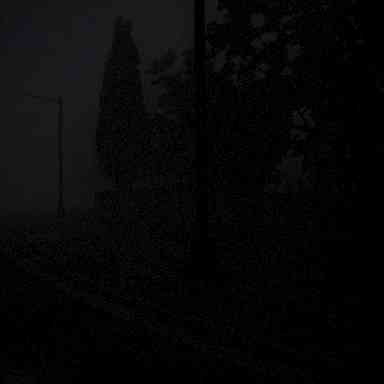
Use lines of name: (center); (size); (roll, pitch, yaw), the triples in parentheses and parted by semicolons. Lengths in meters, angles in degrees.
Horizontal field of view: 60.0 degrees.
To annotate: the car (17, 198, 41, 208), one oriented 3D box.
car: (-25.883, 1.759, 52.748); (1.837, 1.490, 4.892); (-2, -2, 0)
